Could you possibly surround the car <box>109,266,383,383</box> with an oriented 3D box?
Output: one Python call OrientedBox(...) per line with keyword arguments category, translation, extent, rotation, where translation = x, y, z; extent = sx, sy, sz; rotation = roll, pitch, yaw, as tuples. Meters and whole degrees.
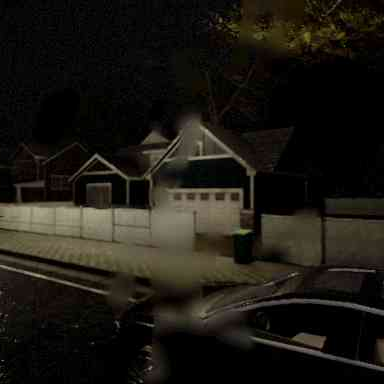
OrientedBox(category="car", translation=(1.303, 1.489, 3.063), extent=(4.902, 1.511, 2.128), rotation=(0, 0, 35))
